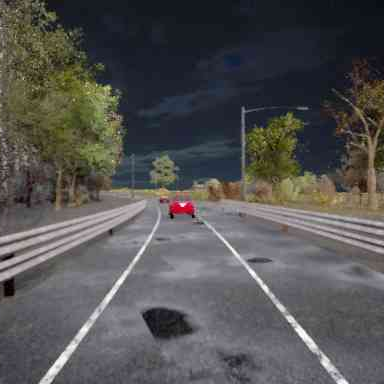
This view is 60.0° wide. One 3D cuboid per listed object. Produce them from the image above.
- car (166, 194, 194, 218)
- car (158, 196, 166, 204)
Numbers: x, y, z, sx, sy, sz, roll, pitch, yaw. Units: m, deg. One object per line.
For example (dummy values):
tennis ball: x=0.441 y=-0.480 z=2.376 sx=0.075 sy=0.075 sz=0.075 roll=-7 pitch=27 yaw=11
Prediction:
car: x=-1.029 y=1.239 z=30.503 sx=2.150 sy=2.045 sz=5.566 roll=0 pitch=0 yaw=-5
car: x=-5.531 y=1.514 z=64.792 sx=1.882 sy=1.535 sz=5.008 roll=0 pitch=0 yaw=-10
